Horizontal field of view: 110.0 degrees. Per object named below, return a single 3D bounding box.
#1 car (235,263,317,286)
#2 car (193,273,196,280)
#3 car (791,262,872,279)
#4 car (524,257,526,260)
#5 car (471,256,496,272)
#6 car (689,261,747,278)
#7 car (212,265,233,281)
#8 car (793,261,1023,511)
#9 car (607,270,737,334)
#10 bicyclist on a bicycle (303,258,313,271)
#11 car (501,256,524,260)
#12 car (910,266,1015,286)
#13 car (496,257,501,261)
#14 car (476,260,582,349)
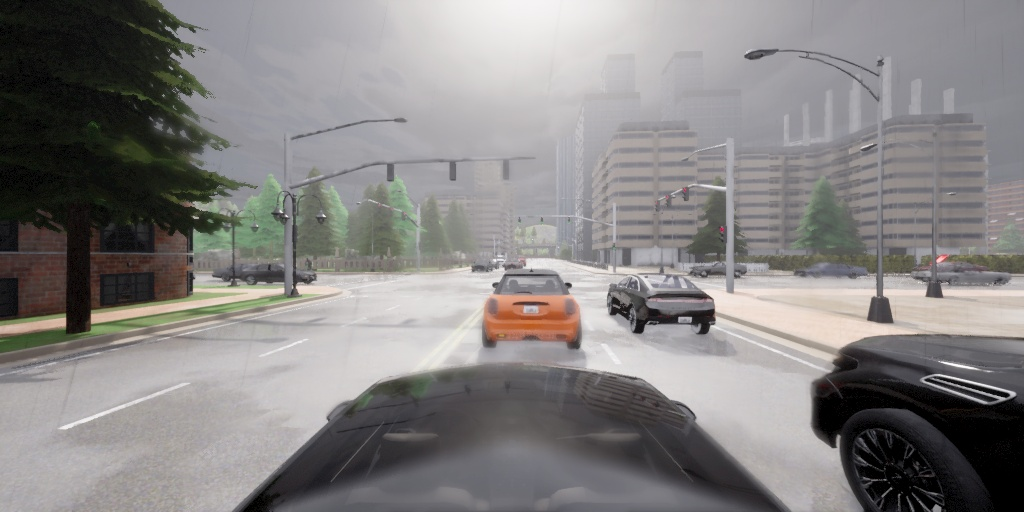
[{"bbox_3d":[-16.201,1.255,25.044,4.892,1.490,1.837,0,0,4],"label":"car"},{"bbox_3d":[-25.911,1.297,25.757,5.357,1.411,2.033,0,0,5],"label":"car"},{"bbox_3d":[28.849,1.297,32.526,5.357,1.411,2.033,0,0,4],"label":"car"},{"bbox_3d":[0.779,1.314,58.634,1.994,1.385,4.181,0,0,5],"label":"car"},{"bbox_3d":[-3.761,1.102,45.866,2.097,1.767,4.553,0,0,6],"label":"car"},{"bbox_3d":[19.001,1.241,33.236,4.902,1.511,2.128,0,0,4],"label":"car"},{"bbox_3d":[-21.074,1.297,28.907,5.357,1.411,2.033,0,0,4],"label":"car"},{"bbox_3d":[3.708,0.971,0.741,2.150,2.045,5.566,0,0,0],"label":"car"},{"bbox_3d":[4.092,1.242,10.581,2.128,1.511,4.902,0,0,4],"label":"car"},{"bbox_3d":[-22.760,1.051,40.035,0.582,1.620,1.656,0,0,4],"label":"bicyclist on a bicycle"},{"bbox_3d":[0.134,1.102,50.038,2.097,1.767,4.553,0,0,4],"label":"car"},{"bbox_3d":[31.412,1.351,25.121,4.718,1.301,1.895,0,0,4],"label":"car"},{"bbox_3d":[-3.026,1.241,54.785,2.128,1.511,4.902,0,0,4],"label":"car"},{"bbox_3d":[0.517,1.102,9.353,2.097,1.767,4.553,0,0,3],"label":"car"}]
